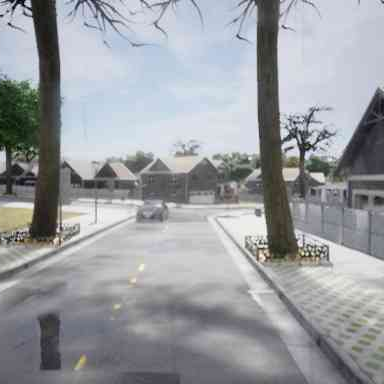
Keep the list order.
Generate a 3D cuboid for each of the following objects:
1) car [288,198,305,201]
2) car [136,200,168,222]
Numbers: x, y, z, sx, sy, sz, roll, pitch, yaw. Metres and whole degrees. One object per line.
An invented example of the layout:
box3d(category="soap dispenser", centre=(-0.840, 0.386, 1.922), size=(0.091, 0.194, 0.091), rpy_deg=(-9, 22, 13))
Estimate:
box3d(category="car", centre=(16.578, 1.715, 53.233), size=(5.008, 1.535, 1.882), rpy_deg=(1, 1, -43))
box3d(category="car", centre=(-2.854, 1.334, 24.543), size=(2.128, 1.511, 4.902), rpy_deg=(0, 0, 2))
